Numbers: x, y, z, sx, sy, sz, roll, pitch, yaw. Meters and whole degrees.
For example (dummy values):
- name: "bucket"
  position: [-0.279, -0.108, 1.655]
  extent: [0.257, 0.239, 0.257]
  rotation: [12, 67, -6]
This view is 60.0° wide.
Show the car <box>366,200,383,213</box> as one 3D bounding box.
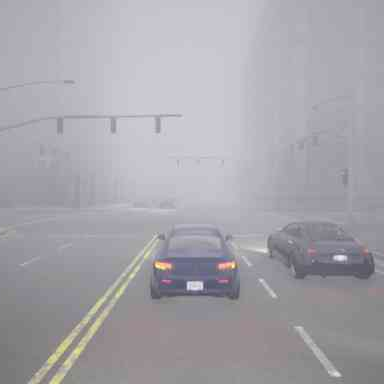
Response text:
- name: "car"
  position: [20.741, 1.407, 34.537]
  extent: [5.008, 1.535, 1.882]
  rotation: [0, 0, 0]

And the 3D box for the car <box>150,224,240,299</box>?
- name: "car"
  position: [0.078, 1.522, 8.293]
  extent: [1.812, 1.442, 4.674]
  rotation: [0, 0, 1]

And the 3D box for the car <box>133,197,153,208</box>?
- name: "car"
  position: [-6.988, 1.543, 46.410]
  extent: [1.994, 1.385, 4.181]
  rotation: [0, 0, 0]

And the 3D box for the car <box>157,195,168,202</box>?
- name: "car"
  position: [-6.824, 1.502, 77.970]
  extent: [2.033, 1.411, 5.357]
  rotation: [0, 0, 0]

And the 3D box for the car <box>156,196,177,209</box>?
- name: "car"
  position: [-3.456, 1.581, 45.703]
  extent: [1.895, 1.301, 4.718]
  rotation: [0, 0, -1]

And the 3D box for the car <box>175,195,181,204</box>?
- name: "car"
  position: [-3.435, 1.574, 60.544]
  extent: [1.895, 1.301, 4.718]
  rotation: [0, 0, 1]

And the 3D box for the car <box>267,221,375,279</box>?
- name: "car"
  position: [3.594, 1.559, 10.029]
  extent: [1.994, 1.385, 4.181]
  rotation: [0, 0, 0]

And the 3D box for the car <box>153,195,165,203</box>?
- name: "car"
  position: [-6.910, 1.520, 62.703]
  extent: [2.033, 1.411, 5.357]
  rotation: [0, 0, 1]
